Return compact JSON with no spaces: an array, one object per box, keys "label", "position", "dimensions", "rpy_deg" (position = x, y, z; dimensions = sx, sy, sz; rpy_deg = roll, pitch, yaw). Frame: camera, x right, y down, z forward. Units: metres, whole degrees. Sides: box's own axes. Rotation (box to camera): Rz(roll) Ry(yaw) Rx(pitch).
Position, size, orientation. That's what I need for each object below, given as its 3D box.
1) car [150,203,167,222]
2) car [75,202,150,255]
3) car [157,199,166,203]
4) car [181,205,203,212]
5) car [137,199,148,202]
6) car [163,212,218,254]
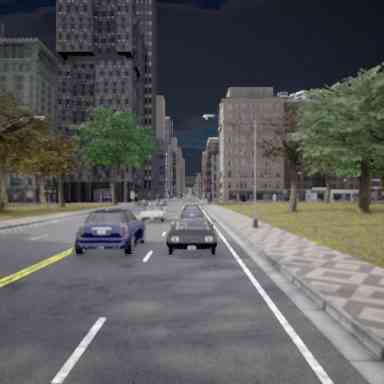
[{"label":"car","position":[-3.246,1.888,29.102],"dimensions":[1.895,1.301,4.718],"rpy_deg":[0,-1,0]},{"label":"car","position":[-3.247,1.485,14.077],"dimensions":[2.097,1.767,4.553],"rpy_deg":[0,-1,0]},{"label":"car","position":[-6.496,2.269,70.982],"dimensions":[2.128,1.511,4.902],"rpy_deg":[0,-1,0]},{"label":"car","position":[0.006,1.853,29.265],"dimensions":[1.994,1.385,4.181],"rpy_deg":[0,-1,0]},{"label":"car","position":[-9.756,2.212,66.037],"dimensions":[1.812,1.442,4.674],"rpy_deg":[0,-1,0]},{"label":"car","position":[0.002,1.736,14.104],"dimensions":[1.895,1.301,4.718],"rpy_deg":[0,-1,0]}]
